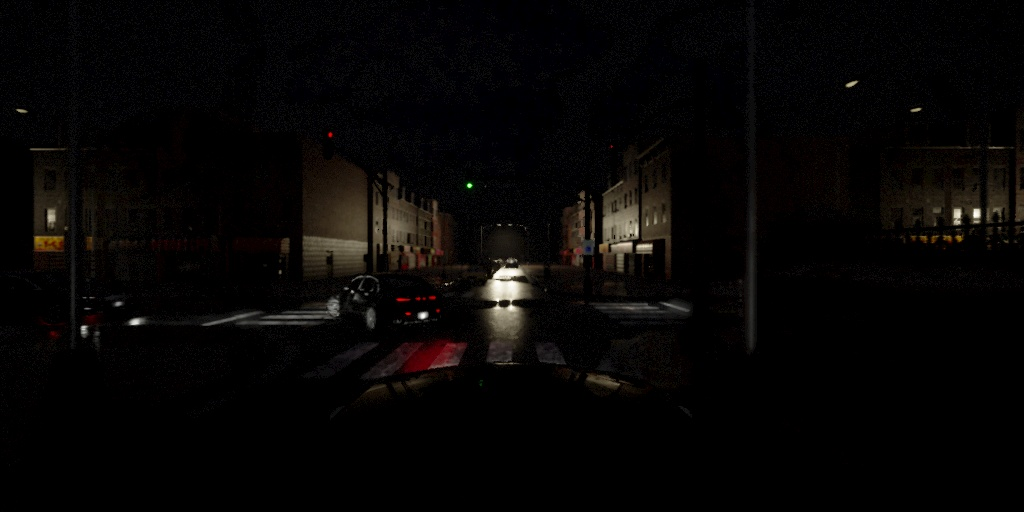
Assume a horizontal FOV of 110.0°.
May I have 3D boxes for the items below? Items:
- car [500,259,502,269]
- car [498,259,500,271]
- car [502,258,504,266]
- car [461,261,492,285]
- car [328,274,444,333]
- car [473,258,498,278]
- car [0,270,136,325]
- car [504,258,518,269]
[{"bbox_3d":[-2.653,1.348,47.936,1.948,1.339,4.313,0,0,0],"label":"car"},{"bbox_3d":[-2.651,1.303,42.315,1.751,1.417,4.829,0,0,0],"label":"car"},{"bbox_3d":[-2.655,1.353,53.389,1.948,1.339,4.313,0,0,0],"label":"car"},{"bbox_3d":[-2.646,1.290,25.959,1.751,1.417,4.829,0,0,0],"label":"car"},{"bbox_3d":[-3.959,1.270,10.935,1.837,1.490,4.892,1,-1,-44],"label":"car"},{"bbox_3d":[-2.648,1.084,31.580,2.192,1.841,5.009,0,0,0],"label":"car"},{"bbox_3d":[-14.997,1.266,11.430,4.902,1.511,2.128,0,0,0],"label":"car"},{"bbox_3d":[-0.012,1.355,57.954,1.994,1.385,4.181,0,0,0],"label":"car"}]
